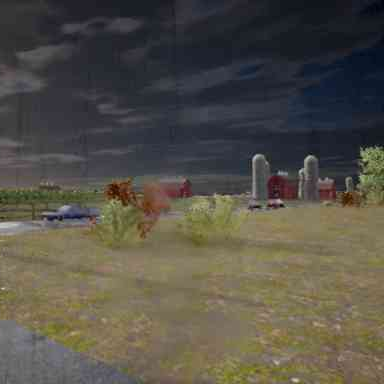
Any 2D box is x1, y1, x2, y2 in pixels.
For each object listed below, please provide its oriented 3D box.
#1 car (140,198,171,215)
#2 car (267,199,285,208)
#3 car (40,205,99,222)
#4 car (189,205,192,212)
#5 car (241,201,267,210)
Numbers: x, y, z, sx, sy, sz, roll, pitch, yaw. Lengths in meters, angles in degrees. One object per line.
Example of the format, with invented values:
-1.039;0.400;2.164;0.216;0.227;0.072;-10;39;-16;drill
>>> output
-4.772;1.683;38.813;2.150;2.045;5.566;-1;-1;36;car
15.301;2.062;60.513;2.097;1.767;4.553;-1;-1;36;car
-10.906;1.895;30.303;2.033;1.411;5.357;-1;-1;36;car
1.173;2.075;47.042;1.837;1.490;4.892;-1;-1;36;car
9.301;2.086;52.105;2.128;1.511;4.902;-1;-1;36;car
